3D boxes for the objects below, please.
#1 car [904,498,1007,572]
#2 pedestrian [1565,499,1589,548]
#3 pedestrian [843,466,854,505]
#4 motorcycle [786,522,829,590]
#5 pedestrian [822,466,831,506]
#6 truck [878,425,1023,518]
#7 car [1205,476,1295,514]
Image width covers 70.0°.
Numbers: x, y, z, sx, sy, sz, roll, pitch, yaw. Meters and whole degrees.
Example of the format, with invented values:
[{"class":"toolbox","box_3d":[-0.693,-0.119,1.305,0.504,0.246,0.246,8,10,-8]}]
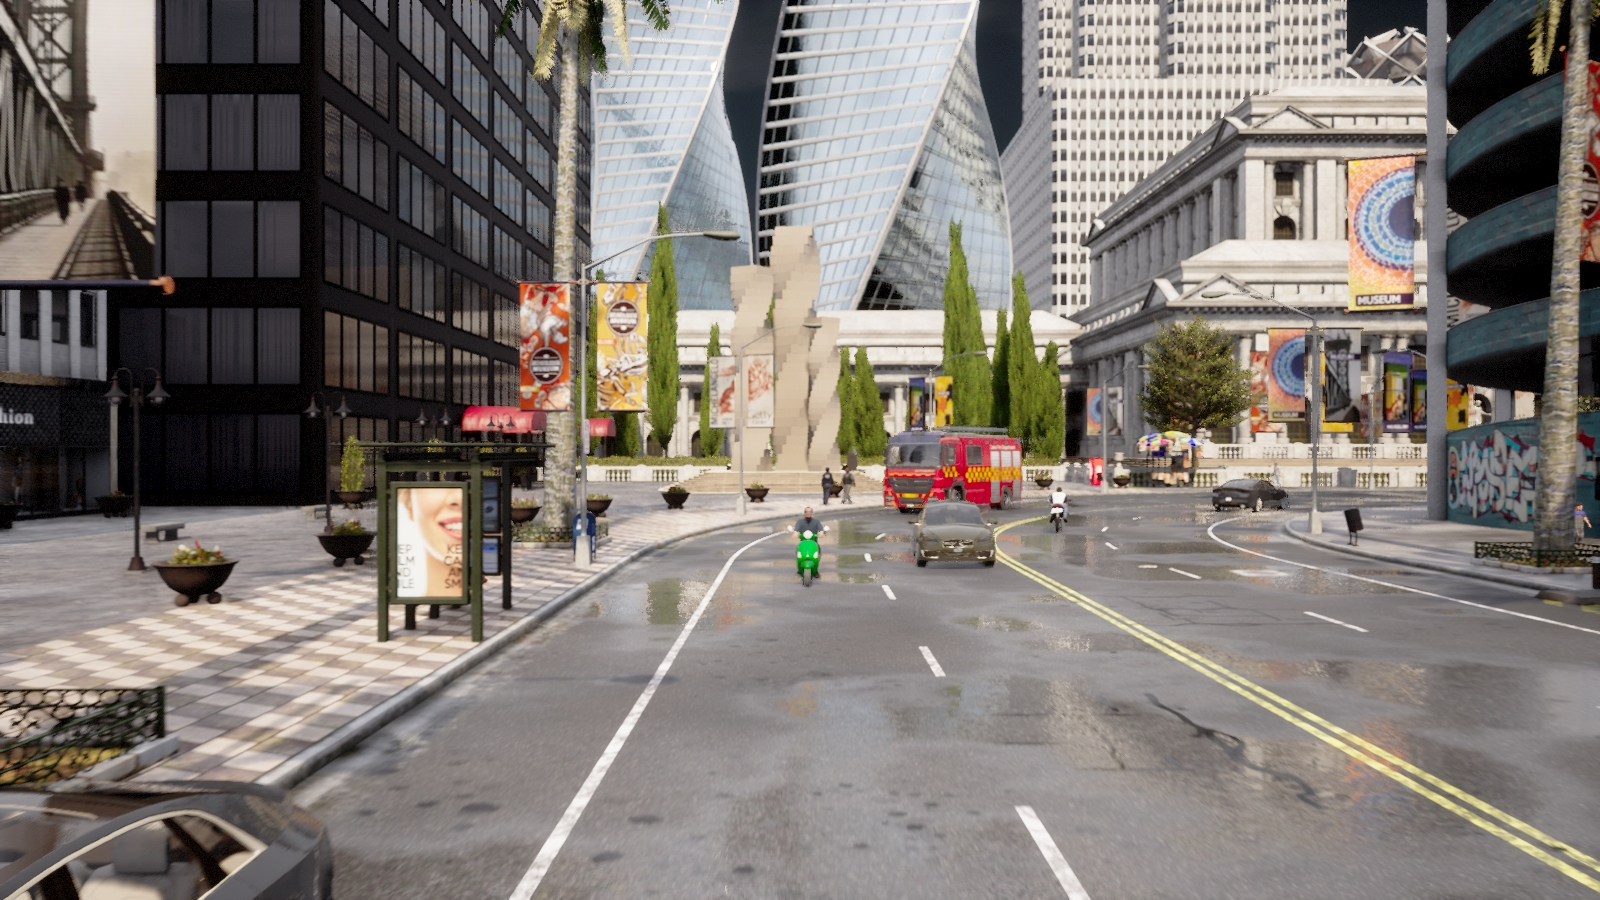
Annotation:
[{"class":"car","box_3d":[3.810,2.061,28.806,2.231,1.480,4.892,0,0,4]},{"class":"pedestrian","box_3d":[20.946,1.976,30.804,0.375,1.300,0.375,0,0,3]},{"class":"pedestrian","box_3d":[2.323,1.697,54.997,0.375,1.860,0.375,0,0,30]},{"class":"motorcycle","box_3d":[0.173,2.182,23.827,0.856,1.236,1.805,0,0,2]},{"class":"pedestrian","box_3d":[1.254,1.698,54.064,0.375,1.860,0.375,0,0,3]},{"class":"truck","box_3d":[6.928,0.890,51.272,2.891,3.827,8.468,0,0,35]},{"class":"car","box_3d":[20.667,2.034,52.345,2.097,1.535,5.006,0,0,43]}]
